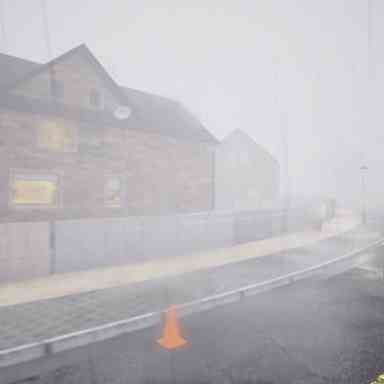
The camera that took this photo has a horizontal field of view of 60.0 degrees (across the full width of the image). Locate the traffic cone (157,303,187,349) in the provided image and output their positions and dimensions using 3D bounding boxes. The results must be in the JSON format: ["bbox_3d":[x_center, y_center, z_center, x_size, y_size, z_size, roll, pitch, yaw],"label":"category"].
[{"bbox_3d":[-0.305,2.001,5.081,0.340,0.580,0.340,0,-1,-39],"label":"traffic cone"}]
